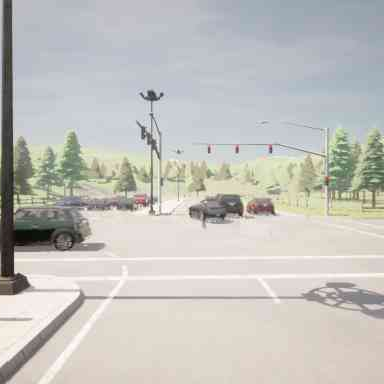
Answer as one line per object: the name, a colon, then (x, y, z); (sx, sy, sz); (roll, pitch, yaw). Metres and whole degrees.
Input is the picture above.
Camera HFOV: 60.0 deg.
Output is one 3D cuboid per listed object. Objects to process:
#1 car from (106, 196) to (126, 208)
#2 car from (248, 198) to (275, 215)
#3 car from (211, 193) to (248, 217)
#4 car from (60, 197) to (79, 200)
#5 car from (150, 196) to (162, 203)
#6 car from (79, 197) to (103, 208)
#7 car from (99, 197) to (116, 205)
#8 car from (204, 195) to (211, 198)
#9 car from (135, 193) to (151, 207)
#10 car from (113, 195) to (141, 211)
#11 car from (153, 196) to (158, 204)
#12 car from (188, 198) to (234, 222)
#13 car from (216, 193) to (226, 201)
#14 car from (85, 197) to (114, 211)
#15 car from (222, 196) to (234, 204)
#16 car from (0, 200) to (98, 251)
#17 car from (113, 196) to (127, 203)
car: (-11.533, 1.477, 50.583); (1.882, 1.535, 5.008); (0, 0, 0)
car: (6.999, 1.351, 34.156); (2.097, 1.767, 4.553); (0, 0, -1)
car: (3.405, 1.222, 31.422); (2.150, 2.045, 5.566); (-1, 0, -2)
car: (-15.051, 1.352, 40.352); (2.097, 1.767, 4.553); (0, 0, 0)
car: (-7.884, 1.526, 72.664); (2.033, 1.411, 5.357); (0, 0, 0)
car: (-15.036, 1.547, 49.811); (2.033, 1.411, 5.357); (0, 0, 0)
car: (-15.005, 1.564, 59.049); (1.994, 1.385, 4.181); (0, 0, 0)
car: (3.673, 1.504, 59.812); (1.837, 1.490, 4.892); (0, 0, 0)
car: (-8.032, 1.221, 51.656); (2.150, 2.045, 5.566); (0, 0, 0)
car: (-8.045, 1.477, 41.722); (1.882, 1.535, 5.008); (0, 0, 0)
car: (-7.984, 1.547, 61.996); (2.033, 1.411, 5.357); (0, 0, 0)
car: (1.129, 1.491, 26.780); (2.128, 1.511, 4.902); (0, 0, -19)
car: (7.361, 1.225, 84.325); (2.150, 2.045, 5.566); (0, 0, 2)
car: (-11.549, 1.563, 41.605); (1.994, 1.385, 4.181); (0, 0, 0)
car: (7.178, 1.546, 66.879); (2.033, 1.411, 5.357); (0, 0, 1)
car: (-6.474, 1.352, 13.437); (4.553, 1.767, 2.097); (0, 0, -3)
car: (-14.912, 1.499, 69.160); (1.837, 1.490, 4.892); (0, 0, 0)
